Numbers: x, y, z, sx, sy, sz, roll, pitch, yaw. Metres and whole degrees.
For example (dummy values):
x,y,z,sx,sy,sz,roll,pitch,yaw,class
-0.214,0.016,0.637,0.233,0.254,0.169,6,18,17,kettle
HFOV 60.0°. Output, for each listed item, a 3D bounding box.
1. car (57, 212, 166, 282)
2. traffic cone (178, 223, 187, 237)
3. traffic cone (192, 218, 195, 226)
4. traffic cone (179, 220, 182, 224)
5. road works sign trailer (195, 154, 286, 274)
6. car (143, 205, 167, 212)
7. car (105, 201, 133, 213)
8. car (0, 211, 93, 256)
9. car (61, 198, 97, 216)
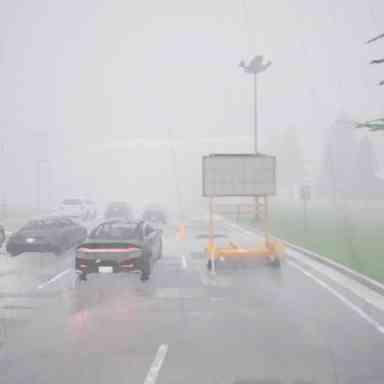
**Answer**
x,y,z,sx,sy,sz,roll,pitch,yaw,class
-1.996,1.594,10.108,2.128,1.511,4.902,0,0,0,car
-0.452,2.114,17.782,0.340,0.580,0.340,0,0,-4,traffic cone
0.132,2.162,23.836,0.340,0.580,0.340,0,0,-4,traffic cone
-0.590,2.132,19.777,0.340,0.580,0.340,0,0,-4,traffic cone
1.505,0.550,10.914,2.380,3.560,2.880,0,0,-4,road works sign trailer
-2.995,1.779,26.722,1.812,1.442,4.674,0,-1,-4,car
-6.839,1.672,31.485,2.097,1.767,4.553,0,-1,-4,car
-5.834,1.724,13.927,1.994,1.385,4.181,0,-1,-2,car
-10.257,1.553,30.394,2.150,2.045,5.566,0,-1,-4,car
